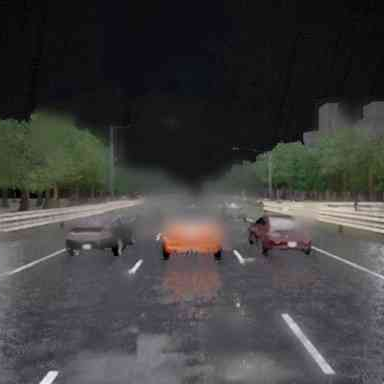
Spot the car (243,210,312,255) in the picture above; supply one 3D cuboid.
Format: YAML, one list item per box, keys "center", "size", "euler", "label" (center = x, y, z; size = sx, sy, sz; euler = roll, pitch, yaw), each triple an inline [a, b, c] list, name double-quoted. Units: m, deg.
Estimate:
- center: [3.513, 1.672, 13.896]
  size: [1.812, 1.442, 4.674]
  euler: [0, 0, 0]
  label: "car"

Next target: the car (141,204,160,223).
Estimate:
- center: [-3.503, 1.783, 28.502]
  size: [2.128, 1.511, 4.902]
  euler: [0, 0, 0]
  label: "car"

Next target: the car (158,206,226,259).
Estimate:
- center: [0.011, 1.493, 13.436]
  size: [2.097, 1.767, 4.553]
  euler: [0, -1, 0]
  label: "car"

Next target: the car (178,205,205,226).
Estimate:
- center: [-0.012, 1.829, 27.515]
  size: [2.033, 1.411, 5.357]
  euler: [0, 0, 0]
  label: "car"

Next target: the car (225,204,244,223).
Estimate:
- center: [3.497, 1.783, 28.502]
  size: [2.128, 1.511, 4.902]
  euler: [0, 0, 0]
  label: "car"

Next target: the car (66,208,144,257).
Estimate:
- center: [-3.490, 1.635, 13.509]
  size: [2.128, 1.511, 4.902]
  euler: [0, 0, 0]
  label: "car"
